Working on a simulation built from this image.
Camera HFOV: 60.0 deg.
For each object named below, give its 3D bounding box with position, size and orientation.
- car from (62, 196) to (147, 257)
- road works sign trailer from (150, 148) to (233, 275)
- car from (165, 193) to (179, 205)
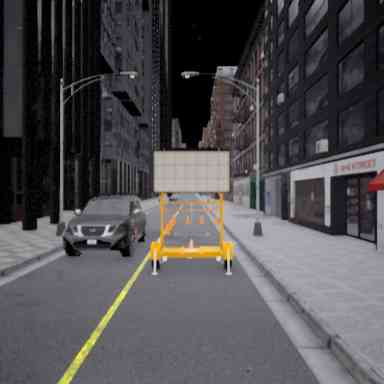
[{"bbox_3d":[-3.109,1.189,13.075,2.150,2.045,5.566,0,0,0],"label":"car"},{"bbox_3d":[-0.006,0.438,10.356,2.380,3.560,2.880,0,0,0],"label":"road works sign trailer"},{"bbox_3d":[-3.113,1.416,56.995,2.033,1.411,5.357,0,0,0],"label":"car"}]
